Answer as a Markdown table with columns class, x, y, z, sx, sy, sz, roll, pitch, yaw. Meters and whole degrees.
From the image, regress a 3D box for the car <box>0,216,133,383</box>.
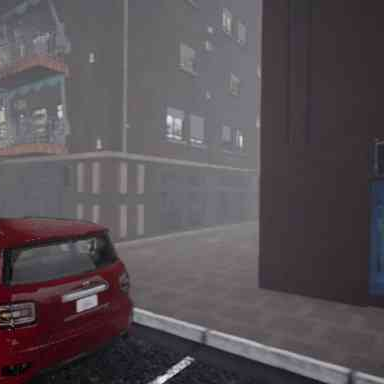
| class | x | y | z | sx | sy | sz | roll | pitch | yaw |
| --- | --- | --- | --- | --- | --- | --- | --- | --- | --- |
| car | -3.106 | 1.309 | 5.072 | 5.009 | 1.841 | 2.192 | 0 | 1 | 36 |
